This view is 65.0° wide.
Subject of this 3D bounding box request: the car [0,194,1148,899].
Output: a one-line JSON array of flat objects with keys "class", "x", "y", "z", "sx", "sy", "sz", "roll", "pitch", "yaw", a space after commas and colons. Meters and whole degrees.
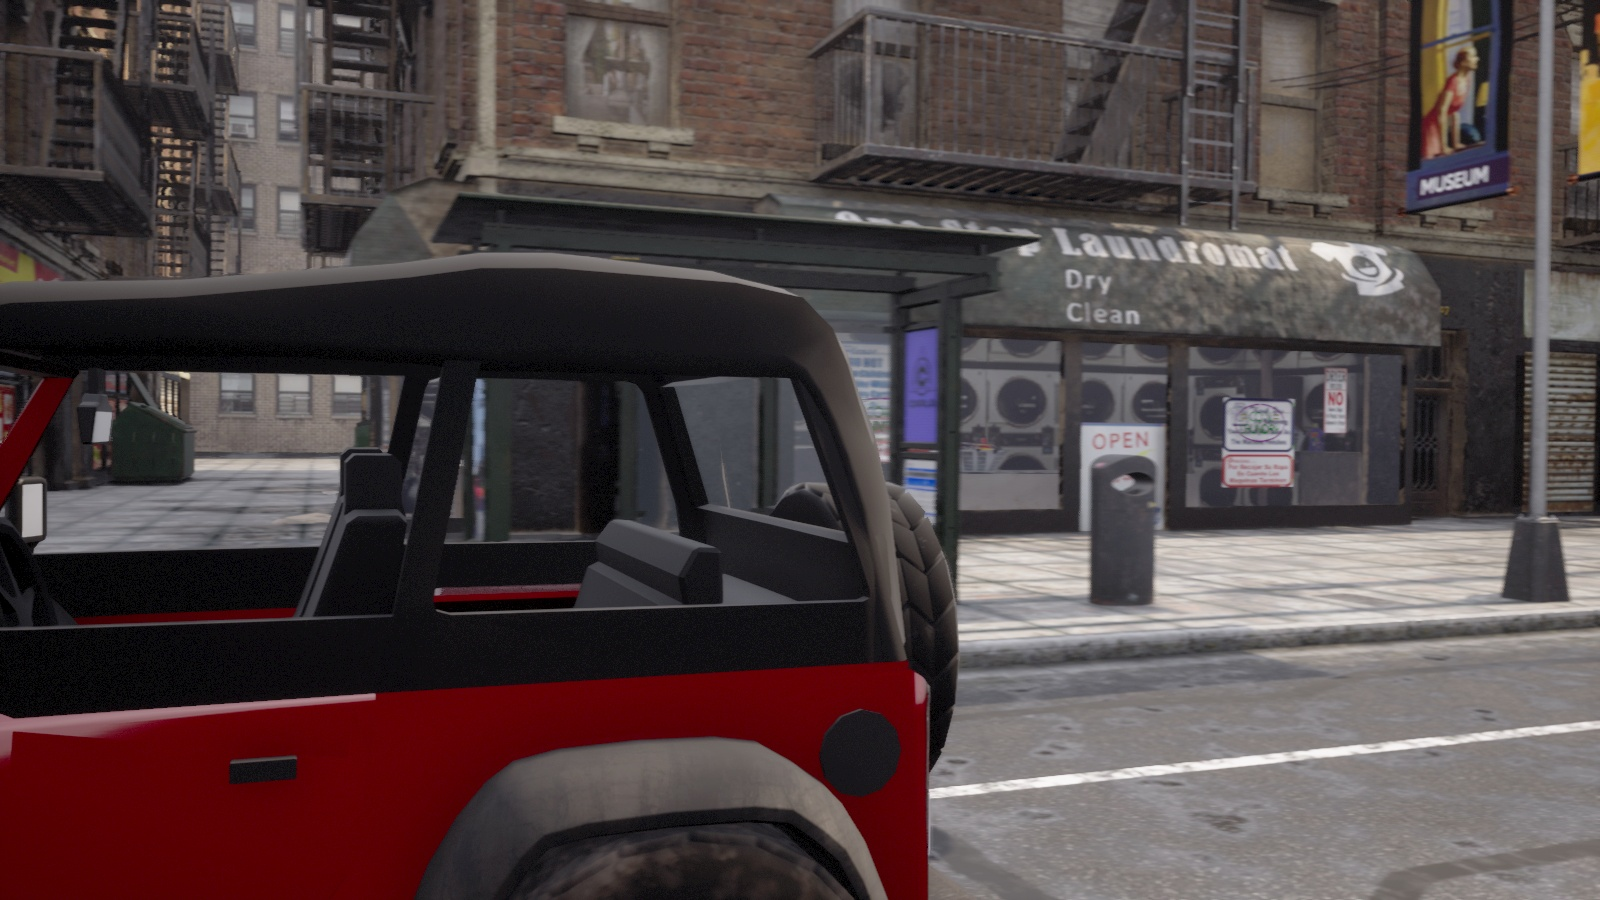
[{"class": "car", "x": -1.460, "y": 0.566, "z": 2.682, "sx": 3.866, "sy": 1.878, "sz": 1.905, "roll": -1, "pitch": 1, "yaw": -21}]
